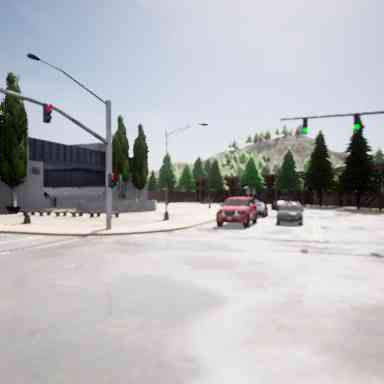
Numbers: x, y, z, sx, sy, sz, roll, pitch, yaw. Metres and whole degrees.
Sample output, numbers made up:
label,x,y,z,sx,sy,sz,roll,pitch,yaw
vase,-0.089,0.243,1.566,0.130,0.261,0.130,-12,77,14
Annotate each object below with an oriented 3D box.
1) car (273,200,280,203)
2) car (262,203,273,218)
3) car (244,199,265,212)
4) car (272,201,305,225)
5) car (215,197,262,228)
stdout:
label,x,y,z,sx,sy,sz,roll,pitch,yaw
car,12.113,1.857,45.309,2.033,1.411,5.357,0,0,1
car,6.747,1.788,33.935,2.033,1.411,5.357,0,0,18
car,8.617,1.807,46.253,1.882,1.535,5.008,0,0,-1
car,7.589,1.679,25.688,1.837,1.490,4.892,0,0,19
car,3.402,1.399,24.341,2.150,2.045,5.566,0,0,20
